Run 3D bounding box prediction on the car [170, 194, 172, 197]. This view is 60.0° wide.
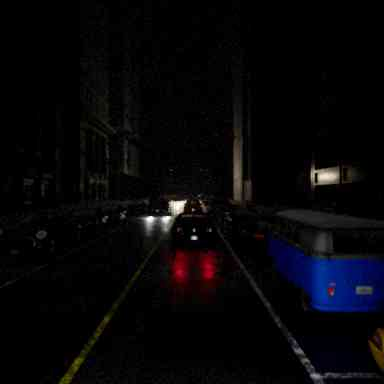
[{"bbox_3d":[-5.750,1.535,74.814,1.947,1.339,4.313,0,0,0],"label":"car"}]

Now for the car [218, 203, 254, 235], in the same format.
[{"bbox_3d":[2.768,1.534,18.456,2.008,1.369,4.403,0,0,0],"label":"car"}]

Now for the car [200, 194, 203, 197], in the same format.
[{"bbox_3d":[2.773,1.494,58.081,1.752,1.417,4.829,0,0,0],"label":"car"}]

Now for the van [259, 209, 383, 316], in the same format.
[{"bbox_3d":[2.768,1.333,7.182,1.690,1.788,3.998,0,0,0],"label":"van"}]

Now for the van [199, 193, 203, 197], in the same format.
[{"bbox_3d":[2.774,1.309,63.548,1.690,1.788,3.998,0,0,0],"label":"van"}]

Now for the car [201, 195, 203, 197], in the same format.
[{"bbox_3d":[2.772,1.520,52.276,2.008,1.369,4.403,0,0,0],"label":"car"}]

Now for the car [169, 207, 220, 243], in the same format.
[{"bbox_3d":[0.100,1.586,15.847,1.895,1.301,4.718,0,0,0],"label":"car"}]

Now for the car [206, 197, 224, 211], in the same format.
[{"bbox_3d":[2.771,1.414,41.002,1.967,1.590,4.097,0,0,0],"label":"car"}]

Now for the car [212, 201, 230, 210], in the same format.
[{"bbox_3d":[2.769,1.546,24.092,1.947,1.339,4.313,0,0,0],"label":"car"}]

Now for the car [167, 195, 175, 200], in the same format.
[{"bbox_3d":[-5.748,1.536,91.723,1.947,1.339,4.313,0,0,0],"label":"car"}]

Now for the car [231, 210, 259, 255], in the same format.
[{"bbox_3d":[2.767,1.569,12.818,1.802,1.307,4.206,0,0,0],"label":"car"}]

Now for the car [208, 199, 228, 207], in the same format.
[{"bbox_3d":[2.769,1.544,29.728,1.947,1.339,4.313,0,0,0],"label":"car"}]

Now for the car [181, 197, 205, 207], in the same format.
[{"bbox_3d":[0.103,1.502,33.593,1.812,1.442,4.674,0,0,0],"label":"car"}]

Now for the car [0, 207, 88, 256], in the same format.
[{"bbox_3d":[-5.757,1.428,12.815,1.967,1.590,4.097,0,0,0],"label":"car"}]

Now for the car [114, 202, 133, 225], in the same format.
[{"bbox_3d":[-5.756,1.563,24.088,1.802,1.307,4.206,0,0,0],"label":"car"}]

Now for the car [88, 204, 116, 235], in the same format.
[{"bbox_3d":[-5.757,1.566,18.451,1.802,1.307,4.206,0,0,0],"label":"car"}]

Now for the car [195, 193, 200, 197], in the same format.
[{"bbox_3d":[2.366,1.473,83.165,1.837,1.490,4.892,0,0,0],"label":"car"}]

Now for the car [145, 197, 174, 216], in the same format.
[{"bbox_3d":[-3.093,1.482,32.110,1.837,1.490,4.892,0,0,0],"label":"car"}]

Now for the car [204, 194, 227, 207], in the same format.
[{"bbox_3d":[2.771,1.291,35.365,2.192,1.841,5.009,0,0,0],"label":"car"}]

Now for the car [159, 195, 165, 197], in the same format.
[{"bbox_3d":[-5.753,1.536,52.270,1.947,1.339,4.313,0,0,0],"label":"car"}]

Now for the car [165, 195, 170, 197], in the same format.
[{"bbox_3d":[-5.751,1.408,63.542,1.967,1.590,4.097,0,0,0],"label":"car"}]

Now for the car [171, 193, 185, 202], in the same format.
[{"bbox_3d":[-2.990,1.481,73.273,1.812,1.442,4.674,0,0,0],"label":"car"}]

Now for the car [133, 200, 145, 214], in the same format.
[{"bbox_3d":[-5.755,1.558,35.360,1.802,1.307,4.206,0,0,0],"label":"car"}]

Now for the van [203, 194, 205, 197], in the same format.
[{"bbox_3d":[2.772,1.313,46.639,1.690,1.788,3.998,0,0,0],"label":"van"}]

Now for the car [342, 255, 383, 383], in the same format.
[{"bbox_3d":[2.766,1.523,1.716,1.752,1.417,4.829,0,0,0],"label":"car"}]
